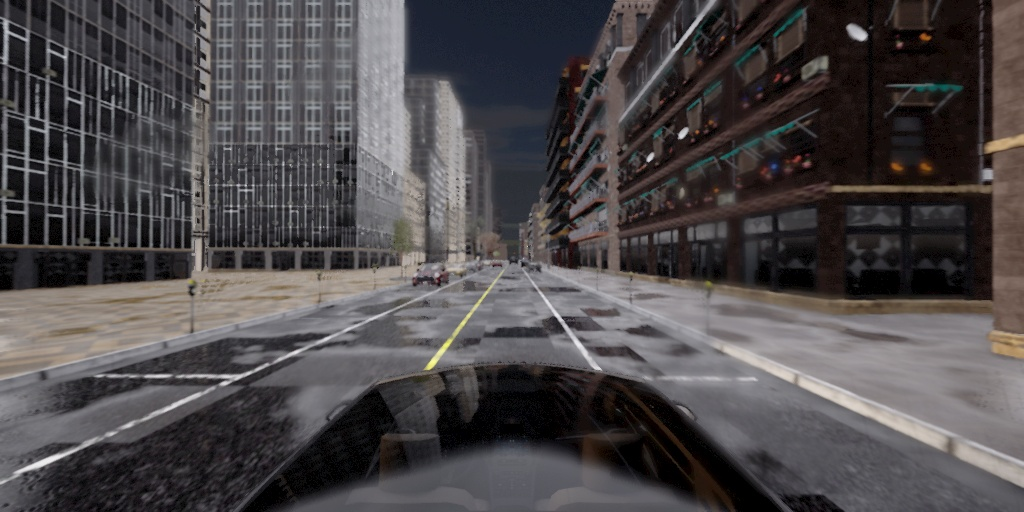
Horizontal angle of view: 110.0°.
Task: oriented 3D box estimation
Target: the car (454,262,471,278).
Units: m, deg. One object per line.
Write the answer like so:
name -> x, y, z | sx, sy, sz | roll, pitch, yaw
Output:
car -> -5.530, 1.362, 35.943 | 1.751, 1.417, 4.829 | 0, 0, 0

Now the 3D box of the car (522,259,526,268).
car -> 2.935, 1.473, 52.668 | 2.007, 1.370, 4.403 | 0, 0, 0

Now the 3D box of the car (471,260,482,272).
car -> -5.473, 1.426, 47.178 | 2.007, 1.370, 4.403 | 0, 0, 0

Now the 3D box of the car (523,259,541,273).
car -> 2.908, 1.453, 47.135 | 2.007, 1.370, 4.403 | 0, 0, 0

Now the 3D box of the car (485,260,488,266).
car -> -5.417, 1.466, 58.242 | 2.007, 1.370, 4.403 | 0, 0, 0

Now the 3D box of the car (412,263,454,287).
car -> -5.586, 1.240, 25.048 | 1.967, 1.591, 4.097 | 0, 0, 0

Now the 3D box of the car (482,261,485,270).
car -> -5.445, 1.335, 52.711 | 1.967, 1.591, 4.097 | 0, 0, 0
